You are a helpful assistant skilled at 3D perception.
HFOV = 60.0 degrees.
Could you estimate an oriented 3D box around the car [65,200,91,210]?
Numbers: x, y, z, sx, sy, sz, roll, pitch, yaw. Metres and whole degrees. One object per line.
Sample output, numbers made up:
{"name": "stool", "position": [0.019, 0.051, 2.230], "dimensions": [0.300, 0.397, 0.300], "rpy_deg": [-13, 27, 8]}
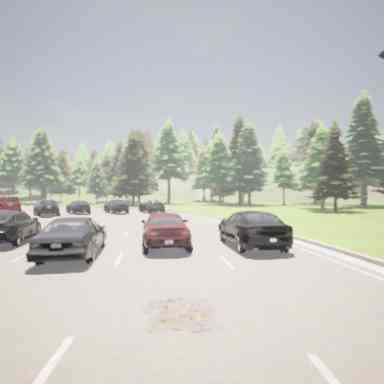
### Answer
{"name": "car", "position": [-12.771, 1.700, 37.183], "dimensions": [1.837, 1.490, 4.892], "rpy_deg": [1, -1, -33]}

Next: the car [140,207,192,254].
{"name": "car", "position": [-1.112, 1.571, 13.754], "dimensions": [1.812, 1.442, 4.674], "rpy_deg": [0, 0, -8]}

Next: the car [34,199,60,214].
{"name": "car", "position": [-15.192, 1.556, 34.515], "dimensions": [2.097, 1.767, 4.553], "rpy_deg": [-1, 0, -32]}

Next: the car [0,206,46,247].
{"name": "car", "position": [-8.444, 1.607, 15.319], "dimensions": [1.837, 1.490, 4.892], "rpy_deg": [0, 0, -10]}

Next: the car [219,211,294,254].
{"name": "car", "position": [2.420, 1.497, 13.726], "dimensions": [1.882, 1.535, 5.008], "rpy_deg": [0, 0, -8]}

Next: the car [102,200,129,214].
{"name": "car", "position": [-8.639, 1.671, 37.545], "dimensions": [1.837, 1.490, 4.892], "rpy_deg": [1, -1, -31]}

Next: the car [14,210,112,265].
{"name": "car", "position": [-4.285, 1.612, 12.061], "dimensions": [2.033, 1.411, 5.357], "rpy_deg": [0, 0, -8]}

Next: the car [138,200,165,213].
{"name": "car", "position": [-4.657, 1.629, 37.710], "dimensions": [2.128, 1.511, 4.902], "rpy_deg": [0, 0, -27]}

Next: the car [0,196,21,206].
{"name": "car", "position": [-19.776, 1.461, 35.295], "dimensions": [2.150, 2.045, 5.566], "rpy_deg": [0, -1, -38]}
